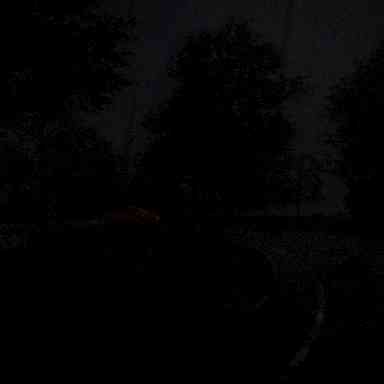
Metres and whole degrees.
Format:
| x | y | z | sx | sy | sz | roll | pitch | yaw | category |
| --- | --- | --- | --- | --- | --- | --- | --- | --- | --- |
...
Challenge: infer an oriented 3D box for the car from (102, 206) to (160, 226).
| x | y | z | sx | sy | sz | roll | pitch | yaw | category |
| --- | --- | --- | --- | --- | --- | --- | --- | --- | --- |
| -5.075 | 1.946 | 27.468 | 5.008 | 1.535 | 1.882 | -1 | -2 | 20 | car |
